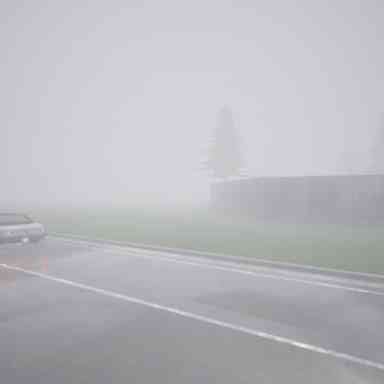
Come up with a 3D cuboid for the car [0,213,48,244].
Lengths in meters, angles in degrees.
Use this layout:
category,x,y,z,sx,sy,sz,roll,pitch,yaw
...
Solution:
category,x,y,z,sx,sy,sz,roll,pitch,yaw
car,-8.265,1.553,14.184,4.718,1.301,1.895,0,0,35
